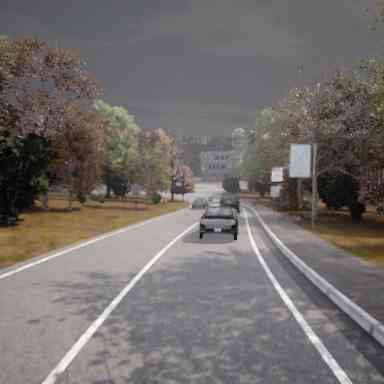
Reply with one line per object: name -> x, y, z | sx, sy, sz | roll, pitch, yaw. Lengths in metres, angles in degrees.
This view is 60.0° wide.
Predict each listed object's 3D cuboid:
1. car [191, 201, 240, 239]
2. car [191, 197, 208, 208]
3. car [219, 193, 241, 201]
car -> 1.431, 1.473, 17.179 | 2.128, 1.511, 4.902 | 1, 0, 7
car -> 1.030, 1.403, 41.912 | 1.837, 1.490, 4.892 | 1, 0, 6
car -> 4.211, 1.174, 37.194 | 2.150, 2.045, 5.566 | 1, 0, 8
